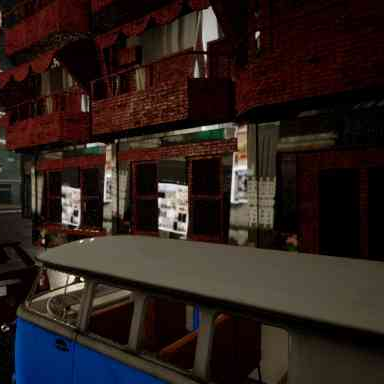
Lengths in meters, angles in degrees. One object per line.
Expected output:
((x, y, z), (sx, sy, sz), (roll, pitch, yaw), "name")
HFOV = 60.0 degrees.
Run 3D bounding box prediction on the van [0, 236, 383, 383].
((0.200, 1.341, 2.592), (3.998, 1.788, 1.690), (0, -1, 36), "van")
